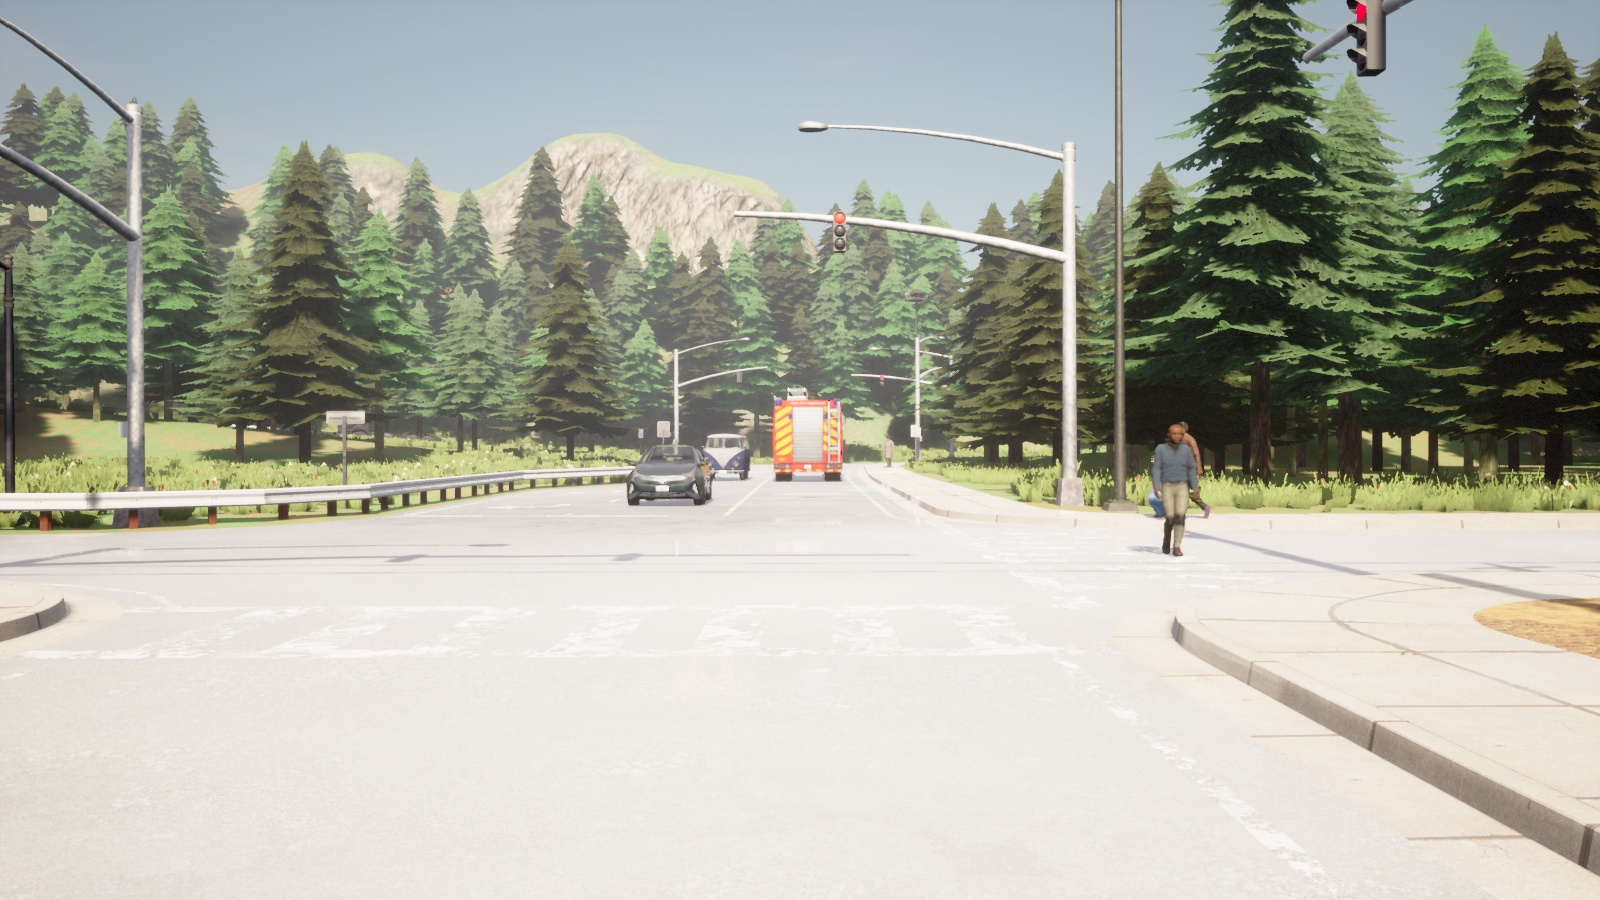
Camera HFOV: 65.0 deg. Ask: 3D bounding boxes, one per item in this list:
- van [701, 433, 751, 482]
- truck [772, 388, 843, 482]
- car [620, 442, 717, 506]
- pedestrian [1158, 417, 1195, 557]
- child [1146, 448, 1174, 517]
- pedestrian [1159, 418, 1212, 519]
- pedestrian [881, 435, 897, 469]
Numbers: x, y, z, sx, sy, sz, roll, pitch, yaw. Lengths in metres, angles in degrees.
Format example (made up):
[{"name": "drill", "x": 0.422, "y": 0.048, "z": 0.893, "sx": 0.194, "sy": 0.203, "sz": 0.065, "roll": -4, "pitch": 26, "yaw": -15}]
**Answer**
[{"name": "van", "x": -3.132, "y": 0.298, "z": 53.832, "sx": 1.775, "sy": 1.987, "sz": 4.442, "roll": 0, "pitch": 0, "yaw": 1}, {"name": "truck", "x": 0.398, "y": -0.635, "z": 55.403, "sx": 2.891, "sy": 3.827, "sz": 8.468, "roll": 0, "pitch": 0, "yaw": 1}, {"name": "car", "x": -3.311, "y": 0.578, "z": 32.476, "sx": 2.007, "sy": 1.525, "sz": 4.514, "roll": 0, "pitch": 0, "yaw": 0}, {"name": "pedestrian", "x": 5.018, "y": 0.484, "z": 16.777, "sx": 0.370, "sy": 1.835, "sz": 0.726, "roll": 0, "pitch": 0, "yaw": 8}, {"name": "child", "x": 6.680, "y": 0.603, "z": 23.315, "sx": 0.437, "sy": 1.263, "sz": 0.270, "roll": 0, "pitch": 0, "yaw": -4}, {"name": "pedestrian", "x": 6.956, "y": 0.326, "z": 22.668, "sx": 0.869, "sy": 1.805, "sz": 0.328, "roll": 0, "pitch": 0, "yaw": -1}, {"name": "pedestrian", "x": 5.214, "y": 0.107, "z": 73.646, "sx": 0.659, "sy": 1.952, "sz": 0.873, "roll": 0, "pitch": 0, "yaw": 24}]
